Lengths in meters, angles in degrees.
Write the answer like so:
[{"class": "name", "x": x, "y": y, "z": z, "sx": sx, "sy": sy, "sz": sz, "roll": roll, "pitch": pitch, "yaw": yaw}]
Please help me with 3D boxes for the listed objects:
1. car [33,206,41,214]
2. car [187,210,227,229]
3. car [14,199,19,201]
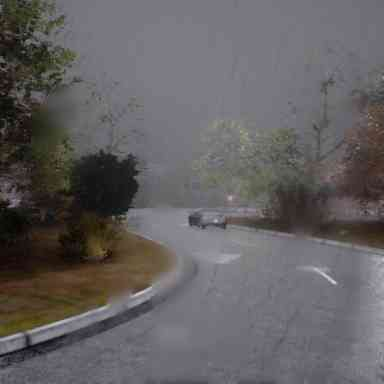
[{"class": "car", "x": -17.906, "y": 1.860, "z": 38.879, "sx": 2.435, "sy": 2.045, "sz": 5.566, "roll": 0, "pitch": -1, "yaw": -21}, {"class": "car", "x": 1.073, "y": 2.044, "z": 25.509, "sx": 1.994, "sy": 1.385, "sz": 4.181, "roll": 1, "pitch": -1, "yaw": -18}, {"class": "car", "x": -25.854, "y": 2.032, "z": 48.891, "sx": 2.435, "sy": 2.045, "sz": 5.566, "roll": 0, "pitch": -1, "yaw": -21}]
